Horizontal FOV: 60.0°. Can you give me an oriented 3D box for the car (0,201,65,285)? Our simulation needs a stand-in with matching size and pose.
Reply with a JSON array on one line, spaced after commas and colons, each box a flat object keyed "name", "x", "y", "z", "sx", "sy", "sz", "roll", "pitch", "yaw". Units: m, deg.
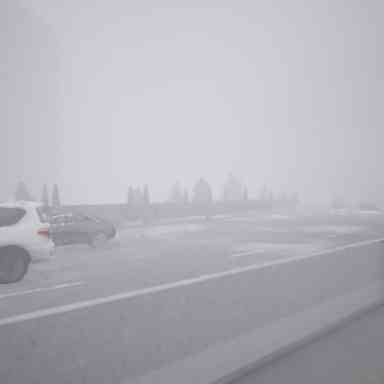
[{"name": "car", "x": -6.356, "y": 1.269, "z": 8.143, "sx": 5.566, "sy": 2.045, "sz": 2.150, "roll": 0, "pitch": 0, "yaw": -36}]

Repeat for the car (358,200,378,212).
[{"name": "car", "x": 21.496, "y": 1.656, "z": 40.680, "sx": 1.994, "sy": 1.385, "sz": 4.181, "roll": 0, "pitch": 0, "yaw": 26}]

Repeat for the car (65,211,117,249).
[{"name": "car", "x": -5.424, "y": 1.555, "z": 13.270, "sx": 4.902, "sy": 1.511, "sz": 2.128, "roll": 0, "pitch": 0, "yaw": -38}]

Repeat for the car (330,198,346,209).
[{"name": "car", "x": 21.177, "y": 1.598, "z": 48.270, "sx": 1.882, "sy": 1.535, "sz": 5.008, "roll": 0, "pitch": 0, "yaw": 23}]
